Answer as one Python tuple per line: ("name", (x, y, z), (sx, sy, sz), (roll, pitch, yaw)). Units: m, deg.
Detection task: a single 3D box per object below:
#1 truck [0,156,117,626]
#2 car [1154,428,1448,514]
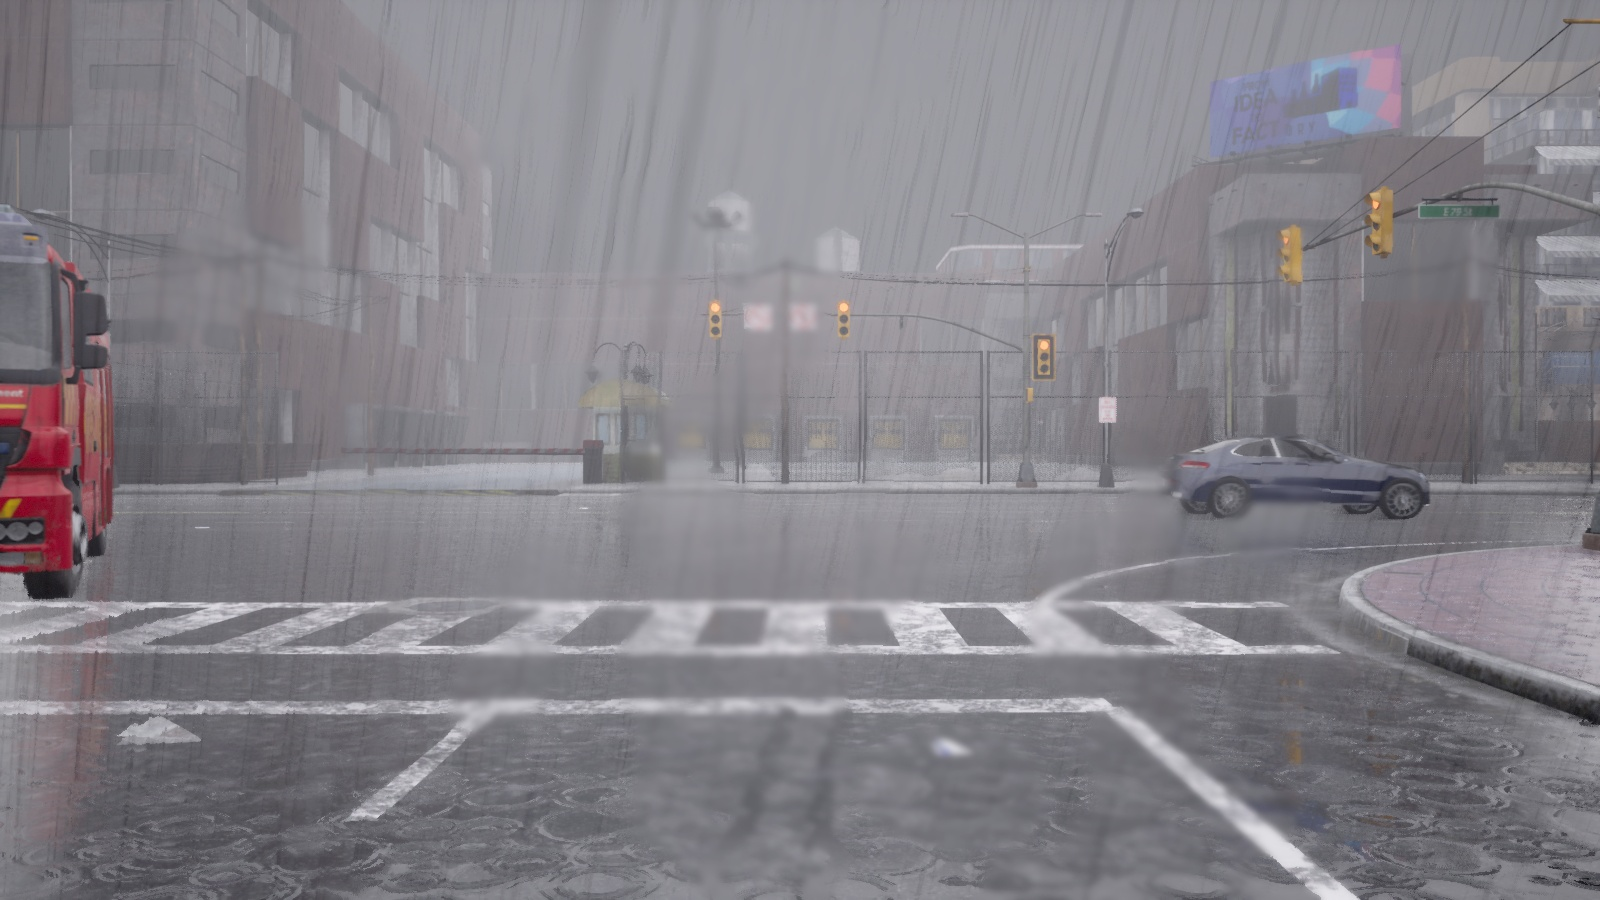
("truck", (-9.258, -0.502, 13.607), (2.891, 3.827, 8.468), (0, 0, -26))
("car", (9.894, 0.391, 25.147), (5.027, 1.651, 2.152), (0, 0, 1))
